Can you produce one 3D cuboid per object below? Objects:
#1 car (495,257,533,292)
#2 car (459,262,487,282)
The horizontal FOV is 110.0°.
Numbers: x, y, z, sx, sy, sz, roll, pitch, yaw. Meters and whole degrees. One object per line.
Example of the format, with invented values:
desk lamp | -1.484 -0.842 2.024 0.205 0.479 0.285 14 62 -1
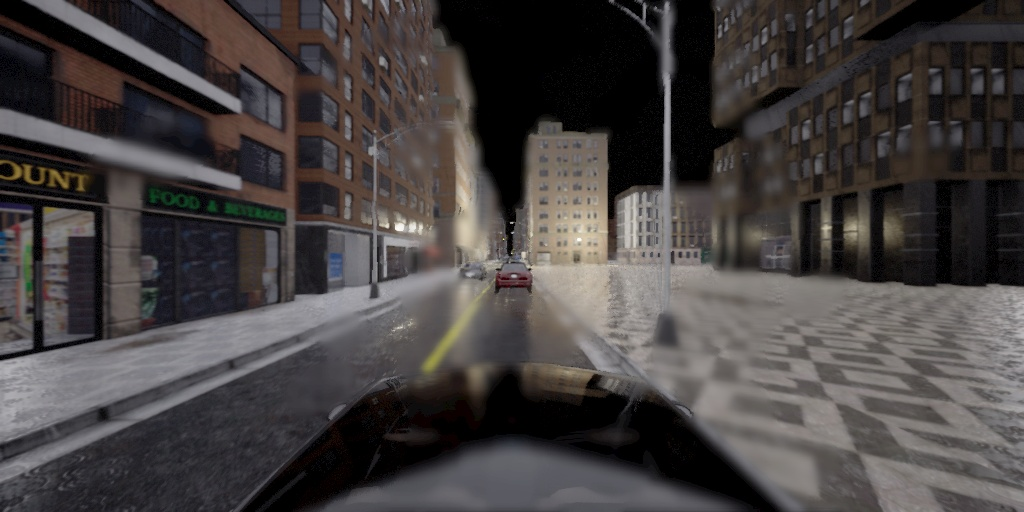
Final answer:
car | 0.111 1.108 21.329 2.097 1.767 4.553 0 0 0
car | -3.085 1.251 28.877 2.128 1.511 4.902 0 0 0
